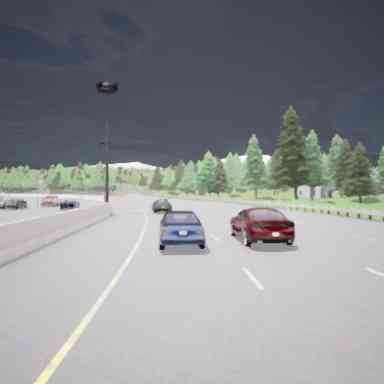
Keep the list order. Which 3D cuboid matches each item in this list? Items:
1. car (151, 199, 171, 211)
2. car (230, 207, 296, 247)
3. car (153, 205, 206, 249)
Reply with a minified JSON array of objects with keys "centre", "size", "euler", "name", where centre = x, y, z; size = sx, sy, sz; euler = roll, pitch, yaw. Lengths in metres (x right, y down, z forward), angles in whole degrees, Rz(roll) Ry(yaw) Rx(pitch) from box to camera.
[{"centre":[-3.238,1.445,35.416],"size":[1.994,1.385,4.181],"euler":[0,0,-10],"name":"car"},{"centre":[2.936,1.411,14.787],"size":[1.882,1.535,5.008],"euler":[0,0,-4],"name":"car"},{"centre":[-0.504,1.496,14.361],"size":[2.033,1.411,5.357],"euler":[0,0,-4],"name":"car"}]
